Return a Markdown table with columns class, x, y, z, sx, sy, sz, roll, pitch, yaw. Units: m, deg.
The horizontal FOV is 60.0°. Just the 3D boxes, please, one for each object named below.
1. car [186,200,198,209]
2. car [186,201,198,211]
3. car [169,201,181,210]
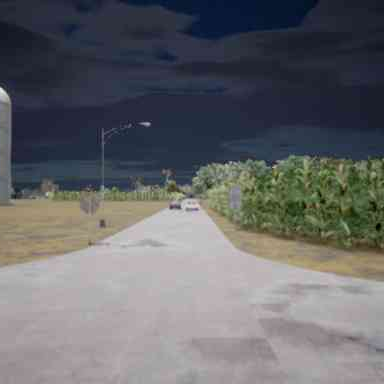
| class | x | y | z | sx | sy | sz | roll | pitch | yaw |
| --- | --- | --- | --- | --- | --- | --- | --- | --- | --- |
| car | -0.008 | 2.296 | 61.347 | 2.033 | 1.411 | 5.357 | 0 | -1 | 0 |
| car | -0.007 | 2.236 | 51.372 | 1.895 | 1.301 | 4.718 | 0 | -1 | 0 |
| car | -2.758 | 2.170 | 55.514 | 1.882 | 1.535 | 5.008 | 0 | -1 | 0 |
